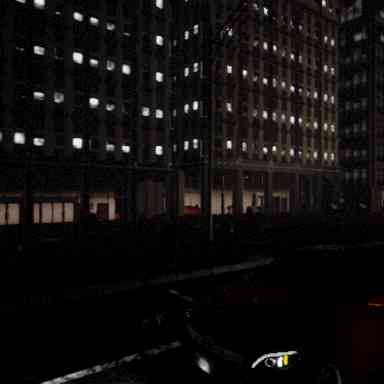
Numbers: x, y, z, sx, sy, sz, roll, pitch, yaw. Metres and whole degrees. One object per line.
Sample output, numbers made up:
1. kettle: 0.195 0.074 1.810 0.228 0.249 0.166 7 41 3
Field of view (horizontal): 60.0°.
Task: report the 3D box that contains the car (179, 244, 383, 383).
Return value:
1. car: 2.029 1.548 4.812 4.674 1.442 1.812 1 0 -35
